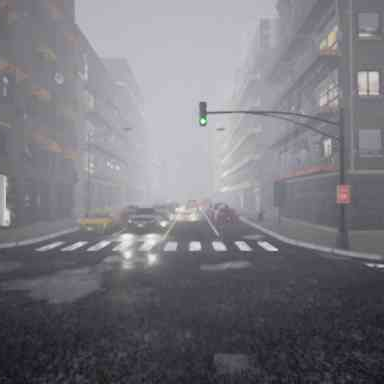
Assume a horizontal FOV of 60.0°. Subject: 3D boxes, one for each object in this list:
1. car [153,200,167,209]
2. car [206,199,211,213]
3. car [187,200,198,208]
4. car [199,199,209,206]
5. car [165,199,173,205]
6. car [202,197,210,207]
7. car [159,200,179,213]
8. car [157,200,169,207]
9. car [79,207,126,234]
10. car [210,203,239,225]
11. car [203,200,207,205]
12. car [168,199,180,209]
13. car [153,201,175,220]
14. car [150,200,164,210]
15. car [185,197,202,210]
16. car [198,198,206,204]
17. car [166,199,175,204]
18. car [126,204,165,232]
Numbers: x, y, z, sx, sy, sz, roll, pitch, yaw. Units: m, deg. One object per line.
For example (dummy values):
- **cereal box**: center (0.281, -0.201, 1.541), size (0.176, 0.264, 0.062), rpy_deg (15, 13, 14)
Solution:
- **car**: center (-5.660, 2.197, 59.770), size (2.008, 1.369, 4.403), rpy_deg (1, -1, 0)
- **car**: center (2.711, 1.787, 32.138), size (1.967, 1.590, 4.097), rpy_deg (1, -1, 0)
- **car**: center (0.025, 2.228, 62.880), size (2.033, 1.411, 5.357), rpy_deg (0, -1, 0)
- **car**: center (2.728, 2.395, 76.322), size (1.947, 1.339, 4.313), rpy_deg (1, -1, 0)
- **car**: center (-5.651, 2.413, 81.692), size (1.752, 1.417, 4.829), rpy_deg (1, -1, 0)
- **car**: center (2.726, 2.022, 65.279), size (2.192, 1.841, 5.009), rpy_deg (1, -1, 0)
- **car**: center (-3.076, 2.016, 41.919), size (1.994, 1.385, 4.181), rpy_deg (0, -1, 0)
- **car**: center (-5.658, 2.251, 65.293), size (1.887, 1.381, 4.507), rpy_deg (1, -1, 0)
- **car**: center (-5.675, 1.751, 20.939), size (1.752, 1.417, 4.829), rpy_deg (1, -1, 0)
- **car**: center (2.708, 1.832, 26.614), size (1.887, 1.381, 4.507), rpy_deg (1, -1, 0)
- **car**: center (2.714, 2.048, 43.183), size (1.802, 1.307, 4.206), rpy_deg (1, -1, 0)
- **car**: center (-3.006, 2.152, 54.354), size (1.994, 1.385, 4.181), rpy_deg (0, -1, 1)
- **car**: center (-3.080, 1.892, 32.001), size (2.033, 1.411, 5.357), rpy_deg (0, -1, 0)
- **car**: center (-5.662, 2.109, 54.078), size (1.752, 1.417, 4.829), rpy_deg (1, -1, 0)
- **car**: center (0.021, 1.923, 52.846), size (2.097, 1.767, 4.553), rpy_deg (0, -1, 0)
- **car**: center (2.736, 2.453, 92.893), size (1.967, 1.590, 4.097), rpy_deg (1, -1, 0)
- **car**: center (-5.649, 2.501, 87.385), size (2.008, 1.369, 4.403), rpy_deg (1, -1, 0)
- **car**: center (-3.084, 1.766, 22.279), size (1.812, 1.442, 4.674), rpy_deg (0, -1, 0)
